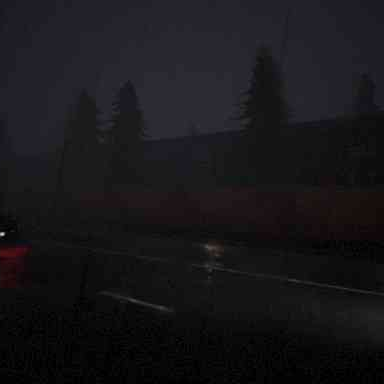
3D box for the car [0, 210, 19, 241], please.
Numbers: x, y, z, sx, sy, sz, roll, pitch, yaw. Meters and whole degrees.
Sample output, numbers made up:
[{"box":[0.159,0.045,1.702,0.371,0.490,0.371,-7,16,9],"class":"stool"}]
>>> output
[{"box":[-9.939,1.514,15.438,4.892,1.490,1.837,0,0,36],"class":"car"}]
